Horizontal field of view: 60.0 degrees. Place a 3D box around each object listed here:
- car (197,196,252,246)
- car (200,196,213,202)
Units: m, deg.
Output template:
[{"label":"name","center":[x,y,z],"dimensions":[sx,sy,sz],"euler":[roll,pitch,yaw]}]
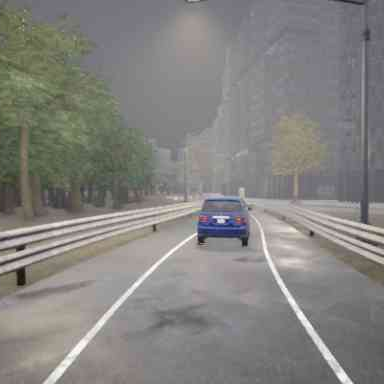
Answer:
[{"label":"car","center":[1.607,1.249,15.716],"dimensions":[2.150,2.045,5.566],"euler":[0,0,10]},{"label":"car","center":[3.167,1.531,72.632],"dimensions":[1.895,1.301,4.718],"euler":[0,0,-10]}]
